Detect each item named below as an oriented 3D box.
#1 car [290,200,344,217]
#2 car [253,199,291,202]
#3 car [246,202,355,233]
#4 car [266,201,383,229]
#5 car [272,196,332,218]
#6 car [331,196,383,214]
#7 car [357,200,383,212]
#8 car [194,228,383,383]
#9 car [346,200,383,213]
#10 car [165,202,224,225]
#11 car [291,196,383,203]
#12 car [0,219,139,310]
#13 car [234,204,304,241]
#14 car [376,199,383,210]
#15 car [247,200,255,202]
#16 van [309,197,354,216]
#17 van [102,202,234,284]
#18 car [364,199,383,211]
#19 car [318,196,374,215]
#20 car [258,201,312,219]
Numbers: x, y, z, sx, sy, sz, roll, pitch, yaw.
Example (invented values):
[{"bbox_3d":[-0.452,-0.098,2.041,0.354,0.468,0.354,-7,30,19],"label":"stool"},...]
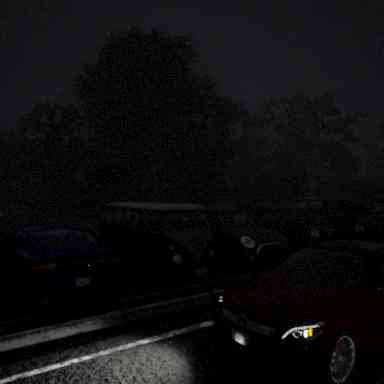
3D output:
[{"bbox_3d":[13.539,1.742,36.464,1.946,1.575,5.366,1,0,-36],"label":"car"},{"bbox_3d":[6.852,1.549,31.499,2.185,1.767,4.553,1,0,-36],"label":"car"},{"bbox_3d":[3.450,1.434,12.924,2.185,1.767,4.553,1,0,-36],"label":"car"},{"bbox_3d":[5.731,1.458,14.553,2.185,1.767,4.553,1,0,-36],"label":"car"},{"bbox_3d":[11.373,1.470,34.724,2.435,2.045,5.566,1,0,-36],"label":"car"},{"bbox_3d":[20.443,1.559,41.129,2.435,2.045,5.566,0,0,-36],"label":"car"},{"bbox_3d":[24.966,1.873,44.356,2.163,1.488,4.792,0,0,-36],"label":"car"},{"bbox_3d":[2.496,1.568,5.475,4.674,1.442,1.812,1,0,-35],"label":"car"},{"bbox_3d":[22.667,1.857,42.787,2.163,1.488,4.792,0,0,-36],"label":"car"},{"bbox_3d":[0.088,1.605,26.640,2.231,1.521,4.892,1,0,-36],"label":"car"},{"bbox_3d":[8.012,1.356,16.184,2.435,2.045,5.566,1,0,-36],"label":"car"},{"bbox_3d":[-3.411,1.488,8.058,2.097,1.535,5.008,1,0,-36],"label":"car"},{"bbox_3d":[1.132,1.410,11.346,2.185,1.767,4.553,1,0,-36],"label":"car"},{"bbox_3d":[29.468,1.856,47.600,2.097,1.535,5.008,0,0,-36],"label":"car"},{"bbox_3d":[2.459,1.625,28.098,1.946,1.575,5.366,1,0,-36],"label":"car"},{"bbox_3d":[15.839,1.543,38.021,1.878,1.987,4.442,1,0,-36],"label":"van"},{"bbox_3d":[-1.063,1.286,9.597,1.878,1.987,4.442,1,0,-36],"label":"van"},{"bbox_3d":[27.098,1.847,46.141,1.946,1.575,5.366,0,0,-35],"label":"car"},{"bbox_3d":[18.150,1.541,39.562,2.435,2.045,5.566,1,0,-36],"label":"car"},{"bbox_3d":[9.146,1.728,33.064,2.163,1.488,4.792,1,0,-36],"label":"car"}]
